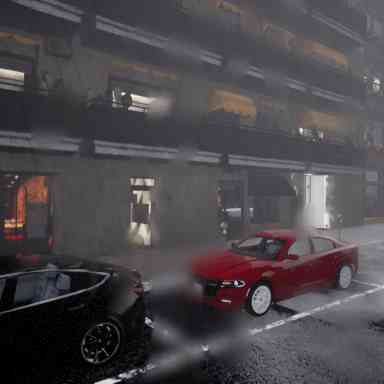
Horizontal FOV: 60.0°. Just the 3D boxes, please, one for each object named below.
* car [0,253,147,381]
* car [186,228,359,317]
[{"bbox_3d":[-2.663,1.566,4.191,4.313,1.339,1.947,0,1,-36],"label":"car"},{"bbox_3d":[1.953,1.546,7.485,4.507,1.381,1.887,0,1,-36],"label":"car"}]
